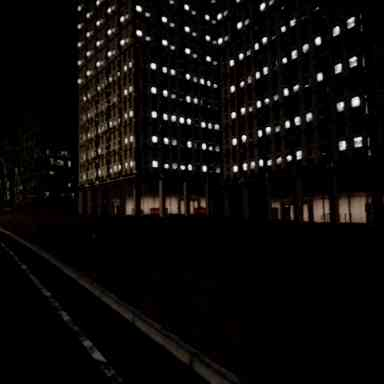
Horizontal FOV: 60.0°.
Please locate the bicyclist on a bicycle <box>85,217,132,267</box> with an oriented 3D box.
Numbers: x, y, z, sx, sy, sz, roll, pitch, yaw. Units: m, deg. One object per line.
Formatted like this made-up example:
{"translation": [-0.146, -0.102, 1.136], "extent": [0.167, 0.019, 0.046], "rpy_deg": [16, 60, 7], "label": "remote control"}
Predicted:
{"translation": [-2.753, 1.669, 11.133], "extent": [1.656, 1.620, 0.582], "rpy_deg": [2, -3, -34], "label": "bicyclist on a bicycle"}
